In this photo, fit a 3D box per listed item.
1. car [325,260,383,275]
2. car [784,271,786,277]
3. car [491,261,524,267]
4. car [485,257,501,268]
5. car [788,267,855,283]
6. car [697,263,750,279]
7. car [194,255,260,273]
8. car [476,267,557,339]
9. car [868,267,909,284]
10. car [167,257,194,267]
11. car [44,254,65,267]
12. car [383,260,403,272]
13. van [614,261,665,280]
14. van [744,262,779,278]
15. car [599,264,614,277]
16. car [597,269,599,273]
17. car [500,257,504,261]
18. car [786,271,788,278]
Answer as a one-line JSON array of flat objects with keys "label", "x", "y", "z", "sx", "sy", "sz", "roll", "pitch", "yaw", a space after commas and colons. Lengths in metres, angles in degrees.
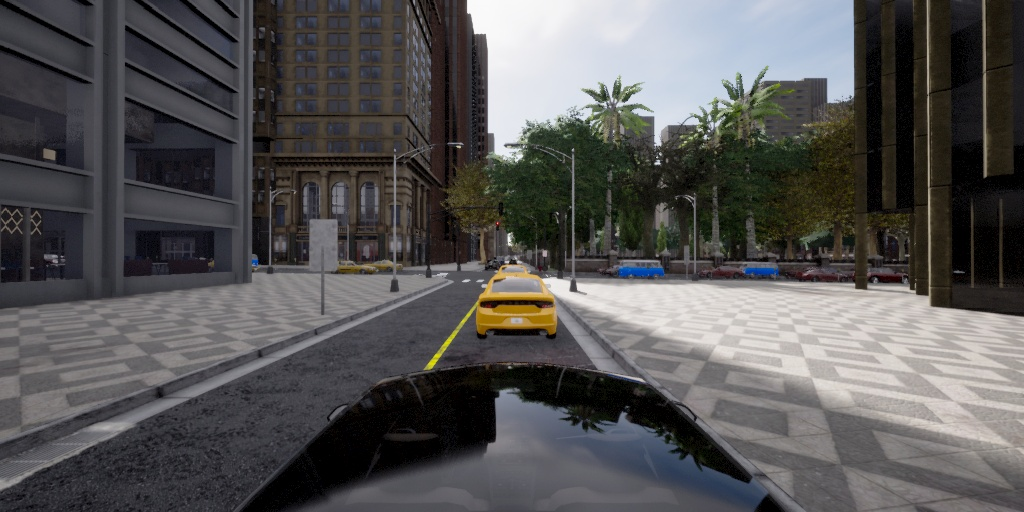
[{"label": "car", "x": -14.964, "y": 1.051, "z": 33.358, "sx": 4.829, "sy": 1.417, "sz": 1.751, "roll": 0, "pitch": 0, "yaw": 0}, {"label": "car", "x": 34.091, "y": 1.932, "z": 41.562, "sx": 4.507, "sy": 1.381, "sz": 1.888, "roll": 0, "pitch": 0, "yaw": 0}, {"label": "car", "x": 0.049, "y": 1.234, "z": 20.197, "sx": 1.882, "sy": 1.535, "sz": 5.008, "roll": 0, "pitch": 0, "yaw": 0}, {"label": "car", "x": -2.953, "y": 1.311, "z": 52.713, "sx": 1.837, "sy": 1.490, "sz": 4.892, "roll": 0, "pitch": 0, "yaw": 0}, {"label": "car", "x": 28.523, "y": 1.829, "z": 33.072, "sx": 4.207, "sy": 1.307, "sz": 1.802, "roll": 0, "pitch": 0, "yaw": 0}, {"label": "car", "x": 22.615, "y": 1.708, "z": 38.976, "sx": 4.674, "sy": 1.442, "sz": 1.812, "roll": 1, "pitch": 0, "yaw": 0}, {"label": "car", "x": -26.304, "y": 0.866, "z": 33.433, "sx": 4.829, "sy": 1.417, "sz": 1.751, "roll": 0, "pitch": 0, "yaw": 0}, {"label": "car", "x": 0.115, "y": 1.229, "z": 10.136, "sx": 1.882, "sy": 1.535, "sz": 5.008, "roll": 0, "pitch": 0, "yaw": 0}, {"label": "car", "x": 34.047, "y": 1.778, "z": 33.036, "sx": 4.097, "sy": 1.591, "sz": 1.967, "roll": 0, "pitch": 0, "yaw": 0}, {"label": "car", "x": -37.767, "y": 0.772, "z": 42.033, "sx": 4.313, "sy": 1.339, "sz": 1.948, "roll": 0, "pitch": 0, "yaw": 0}, {"label": "car", "x": -43.486, "y": 0.506, "z": 33.545, "sx": 4.097, "sy": 1.591, "sz": 1.967, "roll": 0, "pitch": 0, "yaw": 0}, {"label": "car", "x": -15.258, "y": 1.100, "z": 41.885, "sx": 4.829, "sy": 1.417, "sz": 1.751, "roll": 0, "pitch": 0, "yaw": 0}, {"label": "van", "x": 11.953, "y": 1.314, "z": 33.181, "sx": 3.998, "sy": 1.789, "sz": 1.690, "roll": 0, "pitch": 0, "yaw": 0}, {"label": "van", "x": 28.568, "y": 1.636, "z": 41.598, "sx": 3.998, "sy": 1.789, "sz": 1.690, "roll": 0, "pitch": 0, "yaw": 0}, {"label": "car", "x": 12.655, "y": 1.565, "z": 39.041, "sx": 5.357, "sy": 1.411, "sz": 2.033, "roll": 1, "pitch": 0, "yaw": 0}, {"label": "car", "x": 11.998, "y": 1.604, "z": 41.707, "sx": 4.207, "sy": 1.307, "sz": 1.802, "roll": 0, "pitch": 0, "yaw": 0}, {"label": "car", "x": -2.901, "y": 1.361, "z": 62.814, "sx": 1.812, "sy": 1.442, "sz": 4.674, "roll": 0, "pitch": 0, "yaw": 0}, {"label": "car", "x": 33.526, "y": 1.910, "z": 38.895, "sx": 5.357, "sy": 1.411, "sz": 2.033, "roll": 1, "pitch": 0, "yaw": 1}]
